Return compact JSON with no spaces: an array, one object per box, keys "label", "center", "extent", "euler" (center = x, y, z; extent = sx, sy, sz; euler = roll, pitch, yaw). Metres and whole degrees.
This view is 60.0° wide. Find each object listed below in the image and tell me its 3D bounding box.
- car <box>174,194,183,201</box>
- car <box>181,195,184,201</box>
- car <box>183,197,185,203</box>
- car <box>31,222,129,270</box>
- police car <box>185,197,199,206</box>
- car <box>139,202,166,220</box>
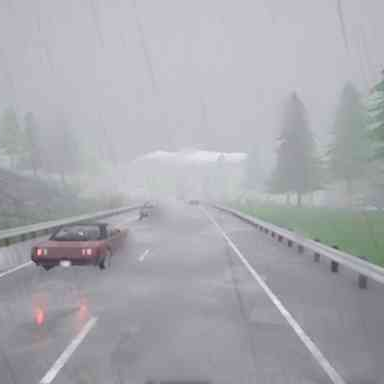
[{"label":"car","center":[-3.506,1.511,94.857],"extent":[2.150,2.045,5.566],"euler":[0,0,-6]},{"label":"car","center":[-0.847,1.843,78.047],"extent":[1.837,1.490,4.892],"euler":[0,0,-5]},{"label":"car","center":[-0.356,1.837,71.991],"extent":[1.812,1.442,4.674],"euler":[0,0,-4]},{"label":"car","center":[-3.397,1.650,11.161],"extent":[1.895,1.301,4.718],"euler":[0,0,0]},{"label":"police car","center":[0.293,1.694,61.997],"extent":[1.930,1.638,5.238],"euler":[0,0,-3]},{"label":"car","center":[-3.392,1.618,29.106],"extent":[2.128,1.511,4.902],"euler":[0,0,0]}]
